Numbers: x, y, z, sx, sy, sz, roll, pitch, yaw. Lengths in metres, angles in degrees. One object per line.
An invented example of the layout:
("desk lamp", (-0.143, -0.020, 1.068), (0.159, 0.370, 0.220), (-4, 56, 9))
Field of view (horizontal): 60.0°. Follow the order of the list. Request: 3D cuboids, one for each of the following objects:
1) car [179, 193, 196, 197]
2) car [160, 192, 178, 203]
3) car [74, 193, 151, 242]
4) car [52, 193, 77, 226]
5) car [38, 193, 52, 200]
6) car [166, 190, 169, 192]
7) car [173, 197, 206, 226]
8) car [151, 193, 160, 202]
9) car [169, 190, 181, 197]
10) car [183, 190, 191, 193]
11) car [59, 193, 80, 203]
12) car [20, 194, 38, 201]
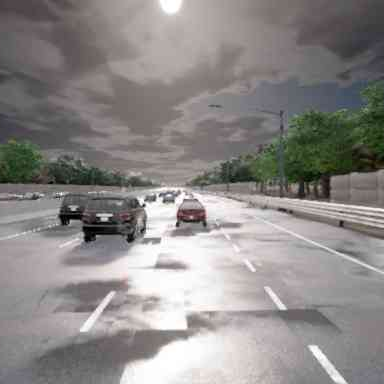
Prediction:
("car", (-0.158, 1.172, 39.192), (2.128, 1.511, 4.902), (0, 1, 0))
("car", (-3.822, 1.071, 55.969), (1.994, 1.385, 4.181), (0, 1, -1))
("car", (-3.527, 1.147, 16.037), (2.150, 2.045, 5.566), (0, 1, 0))
("car", (-7.052, 1.079, 22.427), (2.150, 2.045, 5.566), (0, 1, 0))
("car", (-24.877, 0.978, 59.266), (2.128, 1.511, 4.902), (0, 1, 0))
("car", (-7.821, 0.616, 89.583), (1.882, 1.535, 5.008), (0, 1, -1))
("car", (-0.052, 1.333, 22.410), (1.882, 1.535, 5.008), (0, 1, 0))
("car", (-7.370, 0.957, 59.966), (2.128, 1.511, 4.902), (0, 1, -1))
("car", (-4.249, 0.777, 85.603), (1.895, 1.301, 4.718), (0, 1, -1))
("car", (-0.590, 0.841, 75.984), (1.994, 1.385, 4.181), (0, 1, -1))
("car", (-21.368, 0.993, 58.152), (1.837, 1.490, 4.892), (0, 1, 0))
("car", (-28.356, 1.017, 58.327), (1.812, 1.442, 4.674), (0, 1, 0))
